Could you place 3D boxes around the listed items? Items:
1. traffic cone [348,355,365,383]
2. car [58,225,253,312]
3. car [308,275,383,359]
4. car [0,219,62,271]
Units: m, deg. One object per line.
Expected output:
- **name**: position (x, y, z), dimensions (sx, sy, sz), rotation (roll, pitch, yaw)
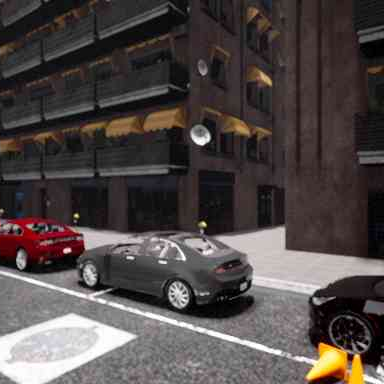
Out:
- **traffic cone**: position (1.675, 1.956, 3.378), dimensions (0.340, 0.580, 0.340), rotation (0, 0, 35)
- **car**: position (-0.802, 1.552, 7.555), dimensions (4.403, 1.369, 2.008), rotation (0, 0, 35)
- **car**: position (3.785, 1.567, 4.290), dimensions (4.313, 1.339, 1.947), rotation (0, 0, 35)
- **car**: position (-5.389, 1.546, 10.821), dimensions (4.507, 1.381, 1.887), rotation (0, 0, 35)
